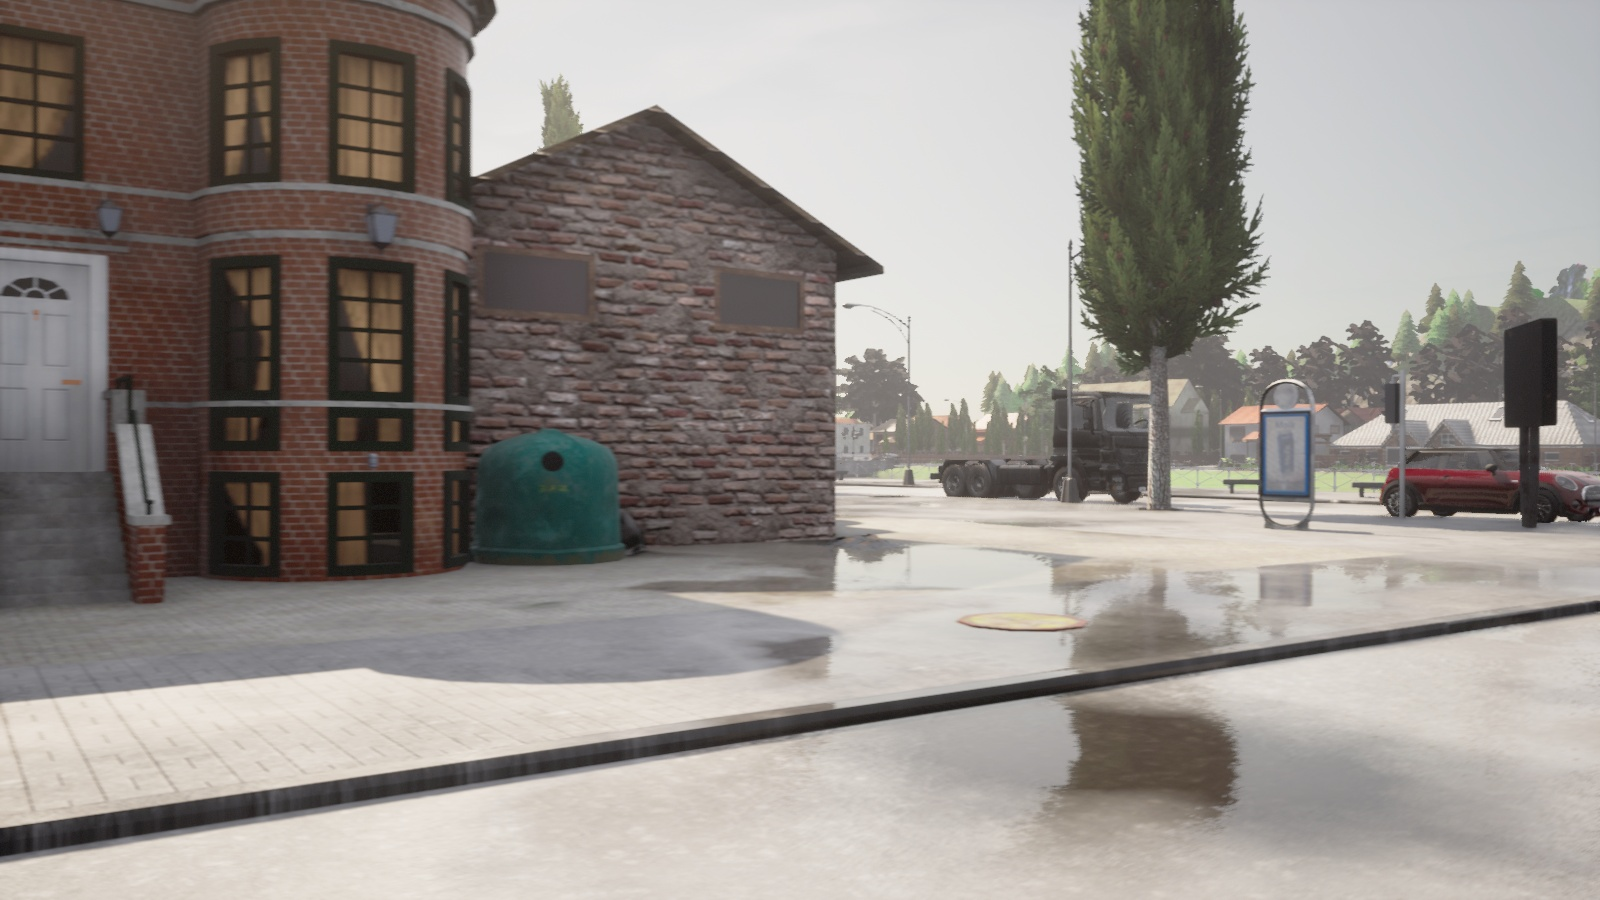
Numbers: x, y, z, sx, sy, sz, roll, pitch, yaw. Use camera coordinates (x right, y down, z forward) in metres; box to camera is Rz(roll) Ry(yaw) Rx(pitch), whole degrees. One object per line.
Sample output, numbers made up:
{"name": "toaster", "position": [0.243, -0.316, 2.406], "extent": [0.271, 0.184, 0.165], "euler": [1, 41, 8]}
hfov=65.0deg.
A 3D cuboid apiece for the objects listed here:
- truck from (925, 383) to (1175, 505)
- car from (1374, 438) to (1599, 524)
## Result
{"name": "truck", "position": [7.646, -0.156, 39.573], "extent": [2.891, 3.462, 7.936], "euler": [0, 0, -35]}
{"name": "car", "position": [15.606, 0.639, 28.147], "extent": [2.097, 1.767, 4.553], "euler": [0, 0, -35]}
